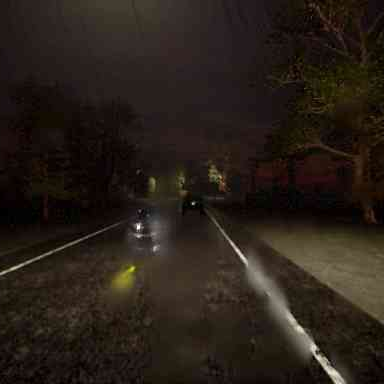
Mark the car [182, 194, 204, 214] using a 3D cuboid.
[{"bbox_3d":[0.098,1.243,35.170,2.150,2.045,5.566,0,0,0],"label":"car"}]

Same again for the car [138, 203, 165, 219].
[{"bbox_3d":[-3.518,1.618,29.178,1.895,1.301,4.718,0,0,0],"label":"car"}]

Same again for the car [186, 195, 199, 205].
[{"bbox_3d":[0.103,1.387,59.033,2.097,1.767,4.553,0,0,0],"label":"car"}]
